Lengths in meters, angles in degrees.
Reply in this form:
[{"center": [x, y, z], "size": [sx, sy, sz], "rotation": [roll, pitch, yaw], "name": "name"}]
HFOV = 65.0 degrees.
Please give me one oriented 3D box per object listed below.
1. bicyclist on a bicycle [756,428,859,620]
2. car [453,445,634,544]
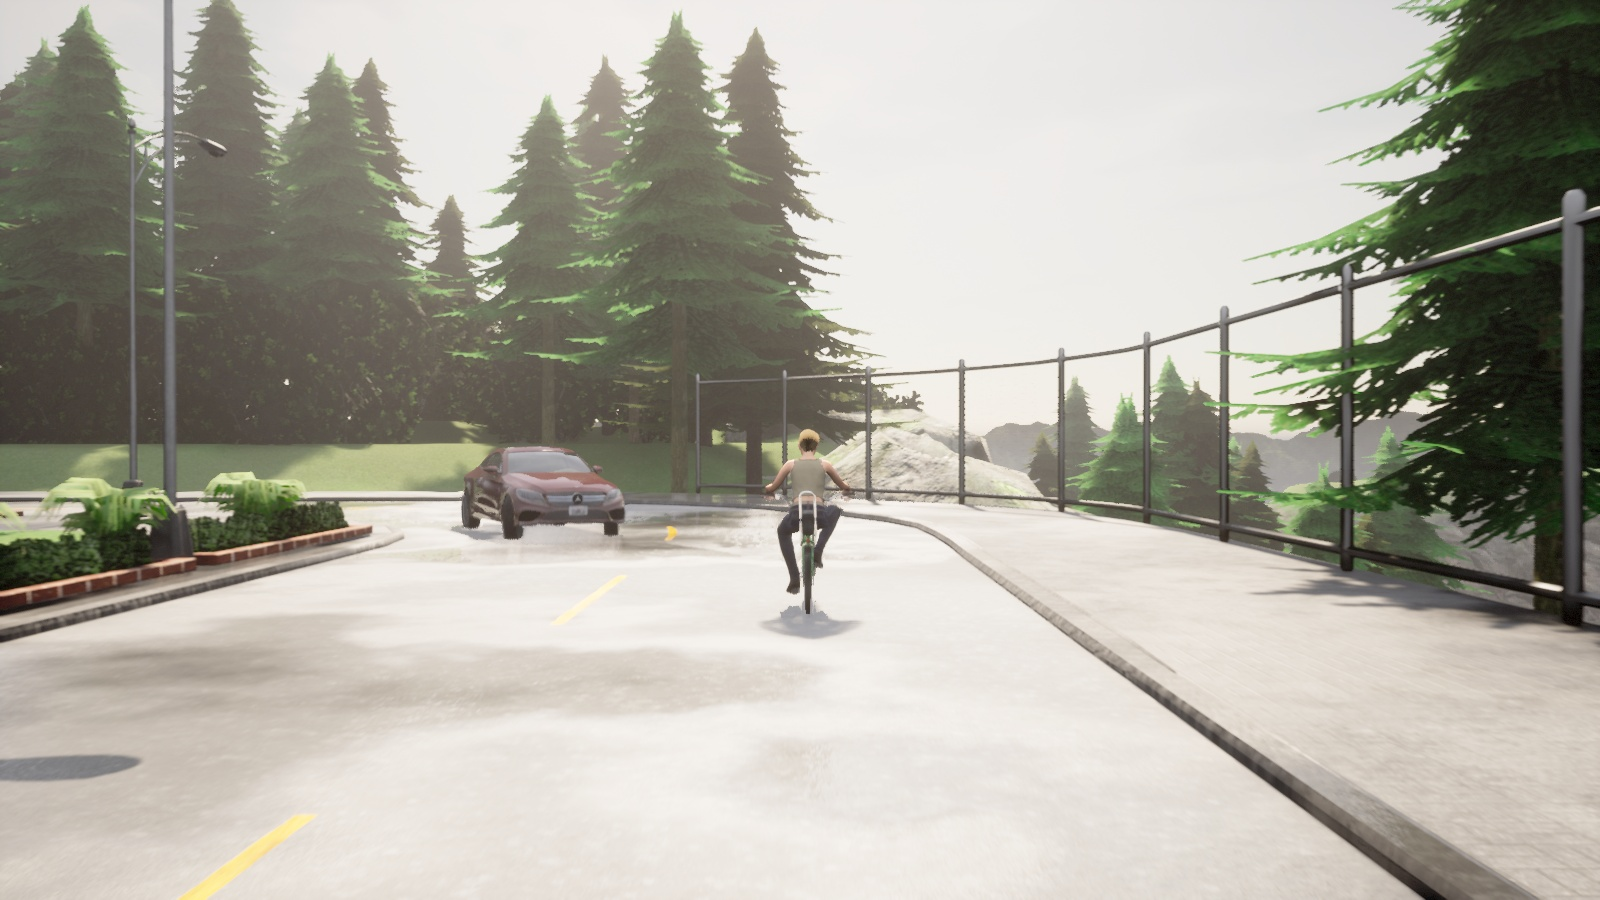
[{"center": [0.074, 0.619, 11.325], "size": [0.866, 1.612, 1.509], "rotation": [0, 0, 1], "name": "bicyclist on a bicycle"}, {"center": [-4.425, 0.651, 21.044], "size": [1.812, 1.442, 4.674], "rotation": [0, 0, -27], "name": "car"}]
